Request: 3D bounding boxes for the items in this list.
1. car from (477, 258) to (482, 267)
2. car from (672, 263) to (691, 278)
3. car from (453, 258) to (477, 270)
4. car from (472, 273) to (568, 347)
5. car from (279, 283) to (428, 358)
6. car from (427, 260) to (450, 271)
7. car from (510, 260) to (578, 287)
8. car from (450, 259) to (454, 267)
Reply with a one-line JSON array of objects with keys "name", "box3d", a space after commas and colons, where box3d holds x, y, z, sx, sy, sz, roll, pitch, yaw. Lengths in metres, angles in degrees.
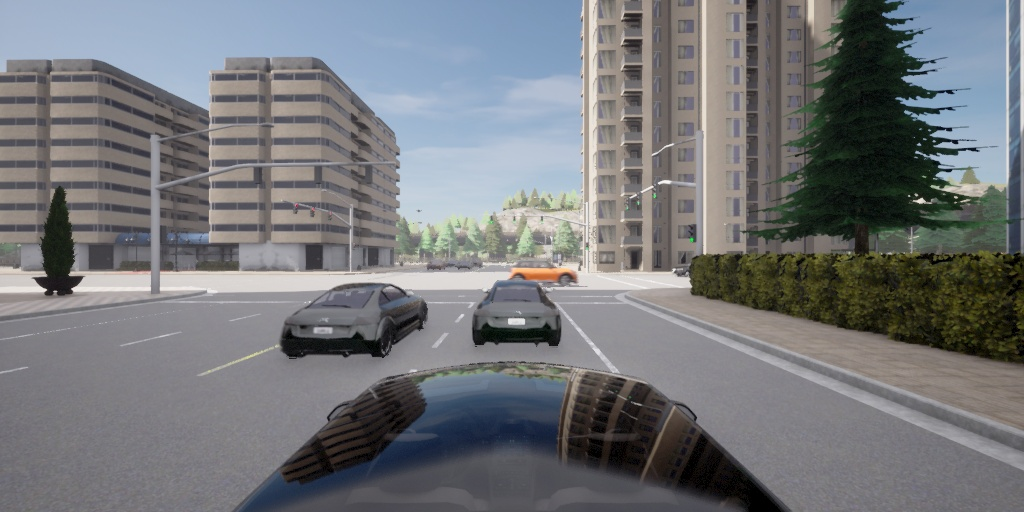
[{"name": "car", "box3d": [-6.549, 1.102, 64.689, 2.097, 1.767, 4.553, 0, 0, 1]}, {"name": "car", "box3d": [17.763, 1.241, 33.993, 4.902, 1.511, 2.128, 0, 0, 1]}, {"name": "car", "box3d": [-6.682, 1.297, 51.829, 2.033, 1.411, 5.357, 0, 0, 1]}, {"name": "car", "box3d": [0.127, 1.314, 9.374, 1.994, 1.385, 4.181, 0, 0, 1]}, {"name": "car", "box3d": [-3.381, 1.314, 8.480, 1.994, 1.385, 4.181, 0, 0, 1]}, {"name": "car", "box3d": [-10.212, 1.228, 48.792, 1.882, 1.535, 5.008, 0, 0, 1]}, {"name": "car", "box3d": [2.029, 1.047, 23.678, 4.553, 1.767, 2.097, 0, 0, 1]}, {"name": "car", "box3d": [-10.082, 1.298, 61.813, 2.033, 1.411, 5.357, 0, 0, 1]}]
